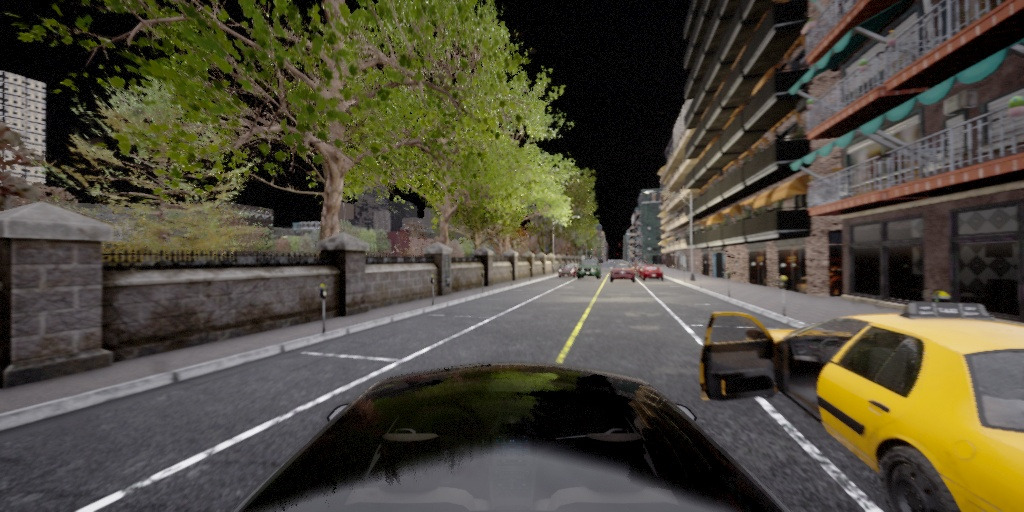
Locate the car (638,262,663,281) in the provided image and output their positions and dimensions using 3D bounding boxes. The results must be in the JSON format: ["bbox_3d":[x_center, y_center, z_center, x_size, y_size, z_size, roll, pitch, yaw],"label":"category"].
[{"bbox_3d":[12.941,1.570,33.268,1.888,1.381,4.507,0,0,16],"label":"car"}]

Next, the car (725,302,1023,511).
[{"bbox_3d":[3.878,1.195,3.420,1.801,1.575,5.366,-1,-1,16],"label":"car"}]

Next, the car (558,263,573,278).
[{"bbox_3d":[6.470,1.613,41.017,1.967,1.591,4.097,0,0,16],"label":"car"}]

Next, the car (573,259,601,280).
[{"bbox_3d":[7.975,1.331,36.774,2.150,2.045,5.566,-1,-1,17],"label":"car"}]

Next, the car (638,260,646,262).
[{"bbox_3d":[16.091,1.576,44.078,1.967,1.591,4.097,0,0,16],"label":"car"}]

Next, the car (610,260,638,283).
[{"bbox_3d":[9.886,1.387,32.168,2.097,1.767,4.553,-1,-1,17],"label":"car"}]
